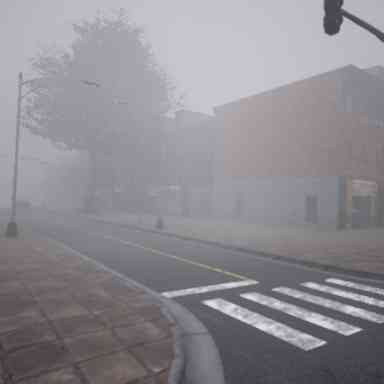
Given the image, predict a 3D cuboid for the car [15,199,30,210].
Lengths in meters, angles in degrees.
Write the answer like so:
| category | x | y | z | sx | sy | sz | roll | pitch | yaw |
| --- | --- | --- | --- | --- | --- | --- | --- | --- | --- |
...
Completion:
| category | x | y | z | sx | sy | sz | roll | pitch | yaw |
| --- | --- | --- | --- | --- | --- | --- | --- | --- | --- |
| car | -25.684 | 1.885 | 50.167 | 1.837 | 1.490 | 4.892 | 3 | -3 | -35 |
